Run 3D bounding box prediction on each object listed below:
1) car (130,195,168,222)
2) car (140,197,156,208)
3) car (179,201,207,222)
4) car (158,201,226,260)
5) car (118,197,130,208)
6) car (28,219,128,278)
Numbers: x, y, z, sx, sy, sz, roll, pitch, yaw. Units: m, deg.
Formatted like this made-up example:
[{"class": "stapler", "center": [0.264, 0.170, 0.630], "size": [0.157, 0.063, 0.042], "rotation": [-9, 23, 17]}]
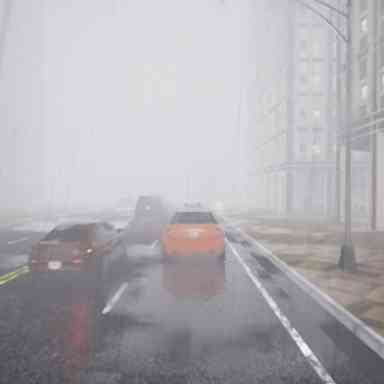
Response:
[{"class": "car", "center": [-3.189, 1.268, 26.868], "size": [2.150, 2.045, 5.566], "rotation": [0, 0, 0]}, {"class": "car", "center": [-6.585, 1.575, 50.148], "size": [1.837, 1.490, 4.892], "rotation": [0, 0, 0]}, {"class": "car", "center": [0.067, 1.539, 27.971], "size": [2.128, 1.511, 4.902], "rotation": [0, 0, 0]}, {"class": "car", "center": [0.067, 1.374, 12.649], "size": [2.097, 1.767, 4.553], "rotation": [0, 0, 0]}, {"class": "car", "center": [-9.833, 1.575, 50.019], "size": [1.837, 1.490, 4.892], "rotation": [0, 0, 0]}, {"class": "car", "center": [-3.199, 1.544, 10.086], "size": [1.812, 1.442, 4.674], "rotation": [0, 0, 0]}]
